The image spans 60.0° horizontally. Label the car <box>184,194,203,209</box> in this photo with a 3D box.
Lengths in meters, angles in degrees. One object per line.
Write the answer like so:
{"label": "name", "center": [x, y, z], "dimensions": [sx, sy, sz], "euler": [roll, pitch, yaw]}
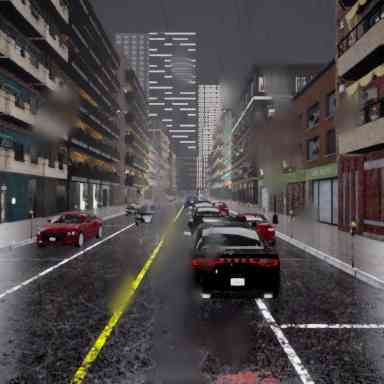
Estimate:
{"label": "car", "center": [0.039, 1.382, 46.097], "dimensions": [2.097, 1.767, 4.553], "euler": [0, 0, 0]}

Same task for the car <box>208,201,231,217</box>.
{"label": "car", "center": [2.590, 1.599, 31.967], "dimensions": [1.802, 1.307, 4.206], "euler": [1, 0, 0]}

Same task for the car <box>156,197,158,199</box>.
{"label": "car", "center": [-5.287, 1.547, 37.480], "dimensions": [1.752, 1.417, 4.829], "euler": [1, 0, 0]}

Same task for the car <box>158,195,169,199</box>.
{"label": "car", "center": [-5.278, 1.586, 54.720], "dimensions": [1.887, 1.381, 4.507], "euler": [1, 0, 0]}

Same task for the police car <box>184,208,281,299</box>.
{"label": "police car", "center": [0.830, 1.428, 8.620], "dimensions": [1.930, 1.638, 5.238], "euler": [0, 0, 0]}

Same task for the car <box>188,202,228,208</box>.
{"label": "car", "center": [0.835, 1.512, 18.511], "dimensions": [1.837, 1.490, 4.892], "euler": [0, 0, 0]}

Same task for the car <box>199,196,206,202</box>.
{"label": "car", "center": [2.618, 1.620, 83.344], "dimensions": [1.752, 1.417, 4.829], "euler": [0, 0, 0]}

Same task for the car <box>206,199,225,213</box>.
{"label": "car", "center": [2.593, 1.567, 37.657], "dimensions": [1.887, 1.381, 4.507], "euler": [1, 0, 0]}

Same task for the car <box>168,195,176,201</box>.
{"label": "car", "center": [-5.260, 1.652, 88.858], "dimensions": [1.887, 1.381, 4.507], "euler": [0, 0, 0]}

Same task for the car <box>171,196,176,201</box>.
{"label": "car", "center": [-5.266, 1.627, 77.479], "dimensions": [1.887, 1.381, 4.507], "euler": [0, 0, 0]}

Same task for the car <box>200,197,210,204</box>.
{"label": "car", "center": [2.608, 1.641, 66.104], "dimensions": [1.802, 1.307, 4.206], "euler": [0, 0, 0]}

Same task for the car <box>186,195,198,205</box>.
{"label": "car", "center": [0.033, 1.400, 59.536], "dimensions": [2.097, 1.767, 4.553], "euler": [0, 0, 0]}

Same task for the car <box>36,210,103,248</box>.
{"label": "car", "center": [-5.299, 1.550, 14.890], "dimensions": [1.887, 1.381, 4.507], "euler": [1, 0, 0]}

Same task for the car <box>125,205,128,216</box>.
{"label": "car", "center": [-5.290, 1.568, 31.960], "dimensions": [2.008, 1.369, 4.403], "euler": [1, 0, 0]}

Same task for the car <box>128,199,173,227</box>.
{"label": "car", "center": [-2.737, 1.501, 23.143], "dimensions": [2.128, 1.511, 4.902], "euler": [0, 0, 0]}

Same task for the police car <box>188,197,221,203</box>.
{"label": "police car", "center": [0.839, 1.437, 24.621], "dimensions": [1.930, 1.638, 5.238], "euler": [0, 0, 0]}

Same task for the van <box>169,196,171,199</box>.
{"label": "van", "center": [-5.273, 1.391, 60.409], "dimensions": [1.690, 1.788, 3.998], "euler": [1, 0, 0]}

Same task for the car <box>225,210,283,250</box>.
{"label": "car", "center": [2.580, 1.587, 14.897], "dimensions": [1.802, 1.307, 4.206], "euler": [1, 0, 0]}

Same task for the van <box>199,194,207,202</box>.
{"label": "van", "center": [2.616, 1.424, 77.484], "dimensions": [1.690, 1.788, 3.998], "euler": [0, 0, 0]}
